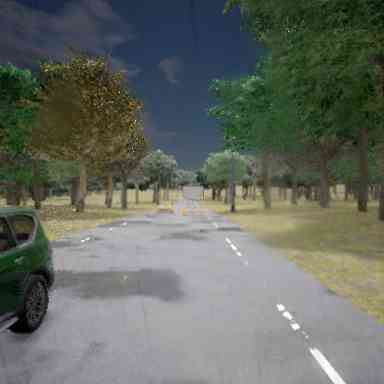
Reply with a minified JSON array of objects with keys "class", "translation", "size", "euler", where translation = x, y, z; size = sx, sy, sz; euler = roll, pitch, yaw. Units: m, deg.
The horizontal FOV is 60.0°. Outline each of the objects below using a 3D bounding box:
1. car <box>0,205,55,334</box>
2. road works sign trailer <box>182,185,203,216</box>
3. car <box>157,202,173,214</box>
[{"class":"car","translation":[-3.601,1.238,3.932],"size":[2.150,2.045,5.566],"euler":[0,0,0]},{"class":"road works sign trailer","translation":[0.071,0.985,39.783],"size":[2.380,3.560,2.880],"euler":[0,-1,-2]},{"class":"car","translation":[-3.579,2.117,44.970],"size":[1.882,1.535,5.008],"euler":[0,-1,0]}]
